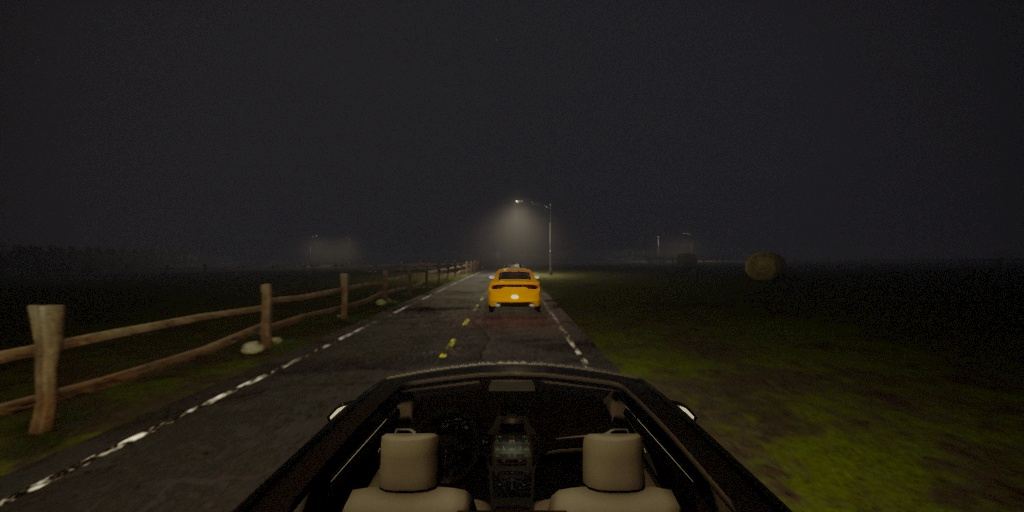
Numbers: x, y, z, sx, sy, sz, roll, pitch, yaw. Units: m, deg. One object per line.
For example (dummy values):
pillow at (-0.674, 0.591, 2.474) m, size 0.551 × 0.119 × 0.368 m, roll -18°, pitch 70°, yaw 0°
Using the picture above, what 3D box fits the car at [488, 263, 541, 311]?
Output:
car at (0.092, 1.224, 14.511) m, size 1.882 × 1.535 × 5.008 m, roll 0°, pitch 0°, yaw 0°
